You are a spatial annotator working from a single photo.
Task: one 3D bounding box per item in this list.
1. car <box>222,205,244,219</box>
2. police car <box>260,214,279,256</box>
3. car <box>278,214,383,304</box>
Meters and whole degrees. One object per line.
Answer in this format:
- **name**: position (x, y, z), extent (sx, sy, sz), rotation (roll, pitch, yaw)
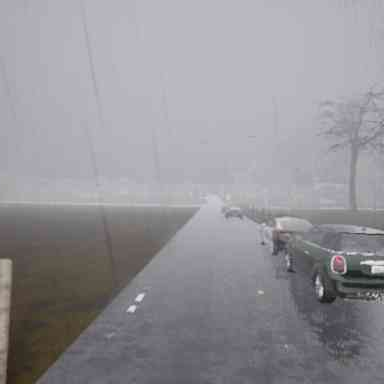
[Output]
- **car**: position (4.763, 2.302, 38.034), extent (1.812, 1.442, 4.674), rotation (2, -1, 4)
- **police car**: position (4.284, 1.826, 15.065), extent (1.930, 1.638, 5.238), rotation (2, -1, 3)
- **car**: position (3.943, 1.640, 8.934), extent (2.097, 1.767, 4.553), rotation (2, -1, 3)
